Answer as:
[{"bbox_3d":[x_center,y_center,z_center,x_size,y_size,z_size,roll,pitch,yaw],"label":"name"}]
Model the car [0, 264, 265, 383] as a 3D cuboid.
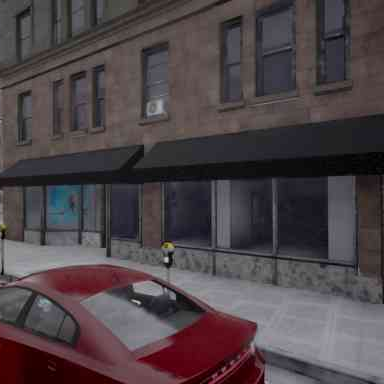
[{"bbox_3d":[-1.416,1.545,3.876,4.507,1.381,1.887,0,0,36],"label":"car"}]
